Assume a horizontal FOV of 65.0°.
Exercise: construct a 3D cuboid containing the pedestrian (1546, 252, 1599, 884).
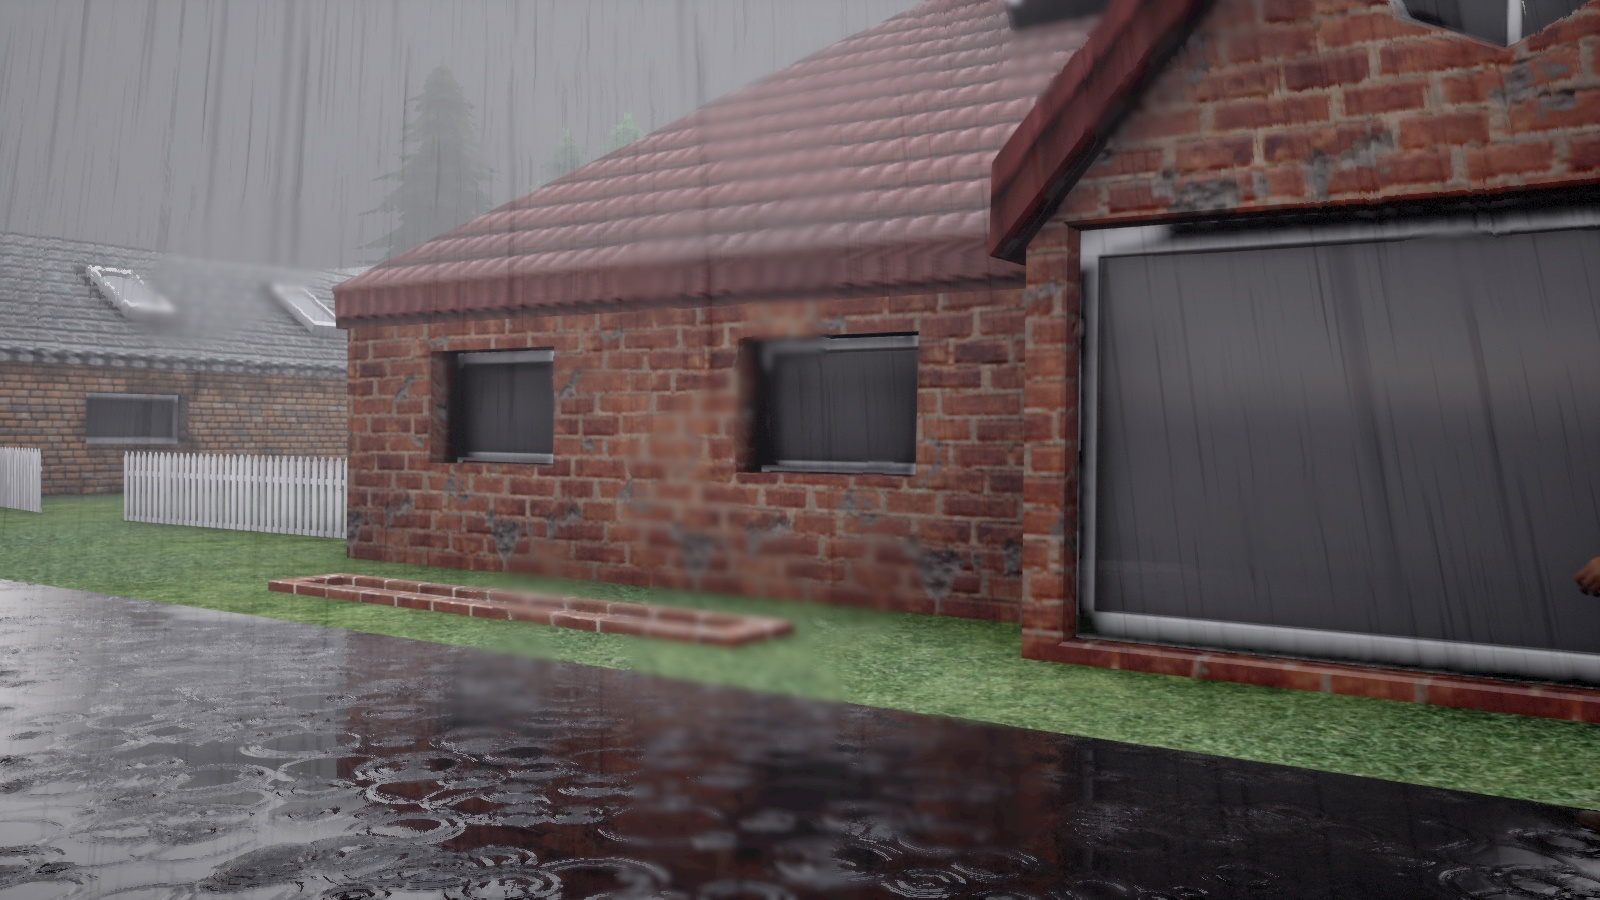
[{"bbox_3d":[2.791,0.363,3.849,0.788,1.949,0.423,0,1,44],"label":"pedestrian"}]
